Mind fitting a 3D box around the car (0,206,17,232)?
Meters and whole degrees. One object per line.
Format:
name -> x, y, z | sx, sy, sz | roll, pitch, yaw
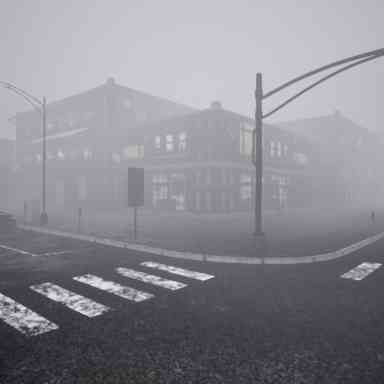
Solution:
car -> -10.441, 1.338, 16.990 | 4.206, 1.307, 1.802 | 1, 0, 40
